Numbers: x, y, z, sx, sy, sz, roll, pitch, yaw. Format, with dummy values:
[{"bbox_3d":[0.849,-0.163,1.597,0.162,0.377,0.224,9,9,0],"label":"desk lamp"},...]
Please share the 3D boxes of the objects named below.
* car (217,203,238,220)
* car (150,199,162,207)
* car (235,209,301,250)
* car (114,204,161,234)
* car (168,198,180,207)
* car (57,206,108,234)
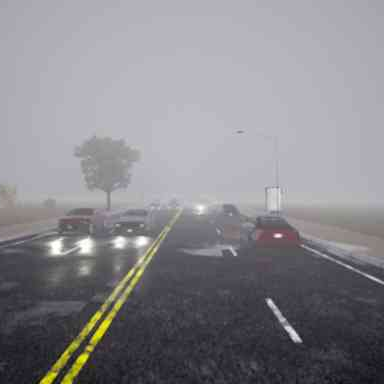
[{"bbox_3d":[3.338,1.776,30.971,1.812,1.442,4.674,0,0,0],"label":"car"},{"bbox_3d":[-6.519,2.034,61.298,2.033,1.411,5.357,0,0,1],"label":"car"},{"bbox_3d":[3.350,1.686,14.936,1.994,1.385,4.181,0,0,0],"label":"car"},{"bbox_3d":[-3.347,1.714,20.526,2.033,1.411,5.357,0,0,0],"label":"car"},{"bbox_3d":[-3.280,1.839,61.374,2.097,1.767,4.553,0,0,1],"label":"car"},{"bbox_3d":[-6.599,1.644,20.479,1.882,1.535,5.008,0,0,0],"label":"car"}]
